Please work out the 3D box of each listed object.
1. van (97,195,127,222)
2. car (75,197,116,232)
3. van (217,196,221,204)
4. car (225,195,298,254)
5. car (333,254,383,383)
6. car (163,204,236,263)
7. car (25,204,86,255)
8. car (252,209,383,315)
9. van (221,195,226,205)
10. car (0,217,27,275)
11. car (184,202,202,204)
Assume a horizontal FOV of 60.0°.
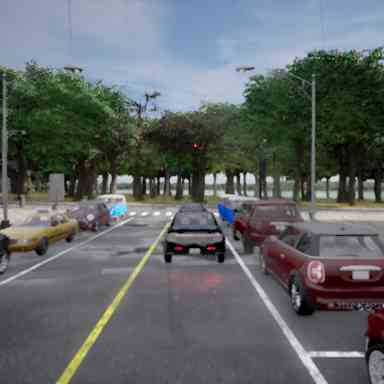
[{"bbox_3d":[-5.776,1.099,23.680,1.690,1.788,3.998,0,1,0],"label":"van"},{"bbox_3d":[-5.773,1.253,18.243,1.967,1.590,4.097,0,1,0],"label":"car"},{"bbox_3d":[2.749,1.098,23.684,1.690,1.788,3.998,0,1,0],"label":"van"},{"bbox_3d":[2.755,1.182,12.809,2.192,1.841,5.009,0,1,0],"label":"car"},{"bbox_3d":[2.761,1.523,1.937,1.887,1.381,4.507,0,1,0],"label":"car"},{"bbox_3d":[0.080,1.372,11.473,2.128,1.511,4.902,0,1,0],"label":"car"},{"bbox_3d":[-5.770,1.395,12.637,1.752,1.417,4.829,0,1,0],"label":"car"},{"bbox_3d":[2.758,1.362,7.373,1.967,1.590,4.097,0,1,0],"label":"car"},{"bbox_3d":[2.752,1.153,18.247,1.690,1.788,3.998,0,1,0],"label":"van"},{"bbox_3d":[-5.767,1.489,7.370,1.947,1.339,4.313,0,1,0],"label":"car"},{"bbox_3d":[0.046,1.340,21.760,1.994,1.385,4.181,0,1,1],"label":"car"}]
